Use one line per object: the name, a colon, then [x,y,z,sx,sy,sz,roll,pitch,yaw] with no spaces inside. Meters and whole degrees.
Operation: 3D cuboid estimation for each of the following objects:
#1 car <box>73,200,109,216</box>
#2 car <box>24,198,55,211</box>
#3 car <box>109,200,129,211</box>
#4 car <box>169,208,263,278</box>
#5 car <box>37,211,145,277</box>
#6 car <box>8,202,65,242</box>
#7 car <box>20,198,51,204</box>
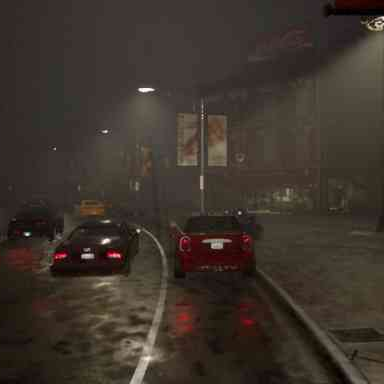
car: [-8.973,1.463,28.723,1.882,1.535,5.008,0,0,-28]
car: [-19.347,1.480,42.060,4.892,1.490,1.837,0,0,43]
car: [-8.687,1.504,34.541,2.002,1.452,4.674,0,0,-35]
car: [0.408,1.348,10.332,2.097,1.767,4.553,0,0,-6]
car: [-2.686,1.543,10.238,2.033,1.411,5.357,0,0,-6]
car: [-7.532,1.497,16.391,1.837,1.490,4.892,0,0,-14]
car: [-15.791,1.472,33.003,2.128,1.511,4.902,0,0,-36]
